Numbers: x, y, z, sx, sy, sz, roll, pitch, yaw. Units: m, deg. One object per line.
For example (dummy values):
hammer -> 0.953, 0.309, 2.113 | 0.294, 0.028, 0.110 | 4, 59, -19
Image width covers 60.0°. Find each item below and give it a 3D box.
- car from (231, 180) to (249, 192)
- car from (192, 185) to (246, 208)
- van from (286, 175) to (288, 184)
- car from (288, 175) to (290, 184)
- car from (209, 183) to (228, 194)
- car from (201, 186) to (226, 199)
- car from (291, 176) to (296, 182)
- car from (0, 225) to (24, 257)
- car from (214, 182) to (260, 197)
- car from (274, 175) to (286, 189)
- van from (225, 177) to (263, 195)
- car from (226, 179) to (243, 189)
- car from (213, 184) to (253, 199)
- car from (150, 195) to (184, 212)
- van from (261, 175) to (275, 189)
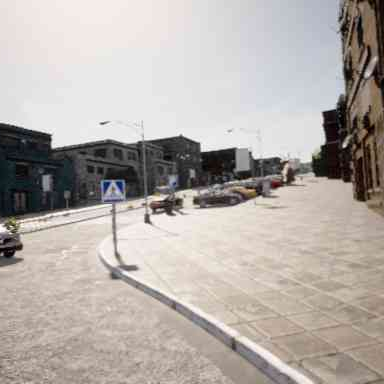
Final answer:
car -> 8.640, -1.102, 59.733 | 1.882, 1.535, 5.008 | -4, 3, 24
car -> 2.440, 0.595, 32.546 | 4.892, 1.521, 2.231 | -4, 2, 4
van -> 14.462, -1.896, 60.465 | 4.442, 1.987, 1.878 | -4, 2, 4
car -> 15.515, -2.010, 63.272 | 4.553, 1.767, 2.185 | -4, 2, 4
car -> 4.780, -0.662, 58.993 | 1.812, 1.442, 4.674 | -4, 3, 23
car -> 3.066, 0.048, 46.453 | 1.994, 1.385, 4.181 | -4, 2, 23
car -> 19.166, -2.537, 71.661 | 4.792, 1.488, 2.163 | -4, 2, 3
car -> -8.842, 1.964, 13.499 | 5.357, 1.411, 2.033 | -4, -1, 38
car -> 4.645, 0.154, 38.136 | 5.366, 1.575, 1.946 | -4, 3, 4
car -> 11.989, -1.463, 54.881 | 5.566, 2.045, 2.435 | -4, 2, 4
van -> 6.121, -0.317, 40.907 | 4.442, 1.987, 1.878 | -4, 2, 3
car -> 8.682, -1.687, 68.189 | 2.097, 1.767, 4.553 | -4, 3, 23
car -> 3.644, 0.408, 35.334 | 4.674, 1.452, 2.002 | -4, 3, 4
car -> -2.407, 1.023, 33.295 | 2.128, 1.511, 4.902 | -4, 2, 22
van -> 9.462, -0.975, 49.294 | 4.442, 1.987, 1.878 | -4, 3, 4
